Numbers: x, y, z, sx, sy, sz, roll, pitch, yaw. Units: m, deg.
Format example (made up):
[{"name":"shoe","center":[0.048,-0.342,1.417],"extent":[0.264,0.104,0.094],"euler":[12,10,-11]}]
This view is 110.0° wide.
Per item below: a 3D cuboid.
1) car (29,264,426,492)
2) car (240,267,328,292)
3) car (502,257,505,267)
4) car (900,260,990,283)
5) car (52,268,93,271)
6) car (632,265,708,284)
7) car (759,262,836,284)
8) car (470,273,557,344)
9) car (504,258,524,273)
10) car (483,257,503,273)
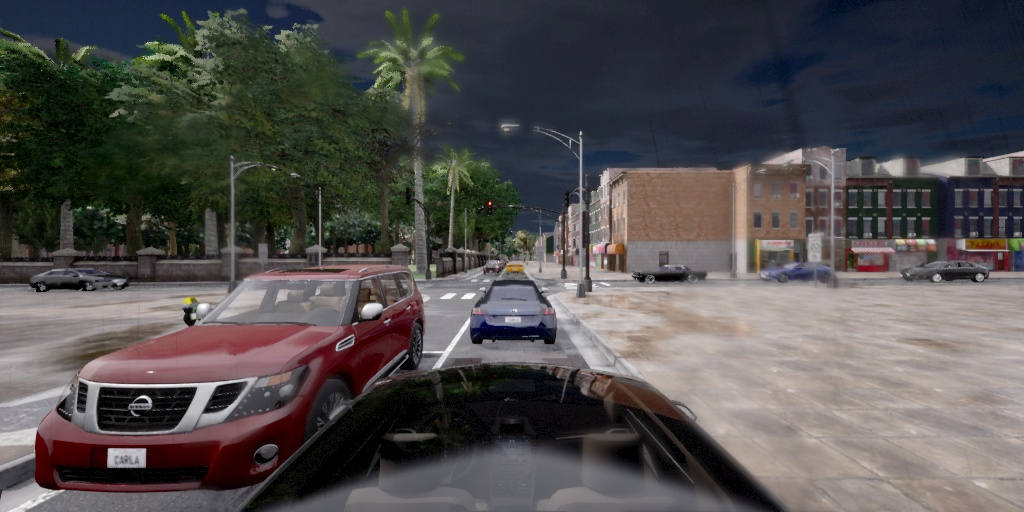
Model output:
[{"name":"car","center":[-2.622,1.065,4.970],"extent":[2.192,1.841,5.009],"euler":[0,0,0]},{"name":"car","center":[-14.143,1.456,22.427],"extent":[4.181,1.385,1.994],"euler":[-1,0,0]},{"name":"car","center":[-2.365,1.290,48.803],"extent":[1.967,1.591,4.097],"euler":[0,0,0]},{"name":"car","center":[30.271,1.072,25.167],"extent":[4.892,1.490,1.837],"euler":[0,0,0]},{"name":"car","center":[-27.005,1.511,22.487],"extent":[4.902,1.511,2.128],"euler":[-1,0,1]},{"name":"car","center":[10.982,1.279,25.271],"extent":[4.718,1.301,1.895],"euler":[0,0,1]},{"name":"car","center":[20.030,1.145,25.218],"extent":[4.674,1.442,1.812],"euler":[0,0,0]},{"name":"car","center":[0.042,1.316,9.585],"extent":[1.994,1.385,4.181],"euler":[0,0,0]},{"name":"car","center":[0.357,1.301,41.927],"extent":[1.882,1.535,5.008],"euler":[0,0,0]},{"name":"car","center":[-2.399,1.268,43.115],"extent":[1.967,1.591,4.097],"euler":[0,0,0]}]
